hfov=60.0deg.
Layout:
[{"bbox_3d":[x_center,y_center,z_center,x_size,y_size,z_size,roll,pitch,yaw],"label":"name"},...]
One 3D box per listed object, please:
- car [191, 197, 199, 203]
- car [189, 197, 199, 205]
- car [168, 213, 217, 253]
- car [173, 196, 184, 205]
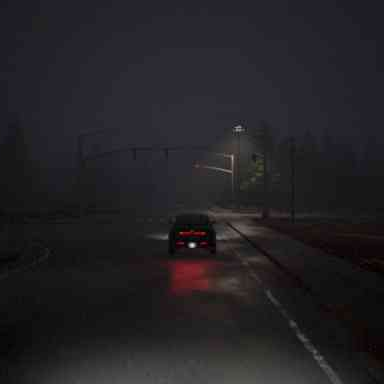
[{"bbox_3d":[0.780,2.252,93.162,2.097,1.767,4.553,0,-1,2],"label":"car"},{"bbox_3d":[0.337,2.181,81.607,2.097,1.767,4.553,0,-1,2],"label":"car"},{"bbox_3d":[0.019,1.656,14.309,1.837,1.490,4.892,0,0,0],"label":"car"},{"bbox_3d":[-3.202,2.048,80.387,2.150,2.045,5.566,0,-1,1],"label":"car"}]
